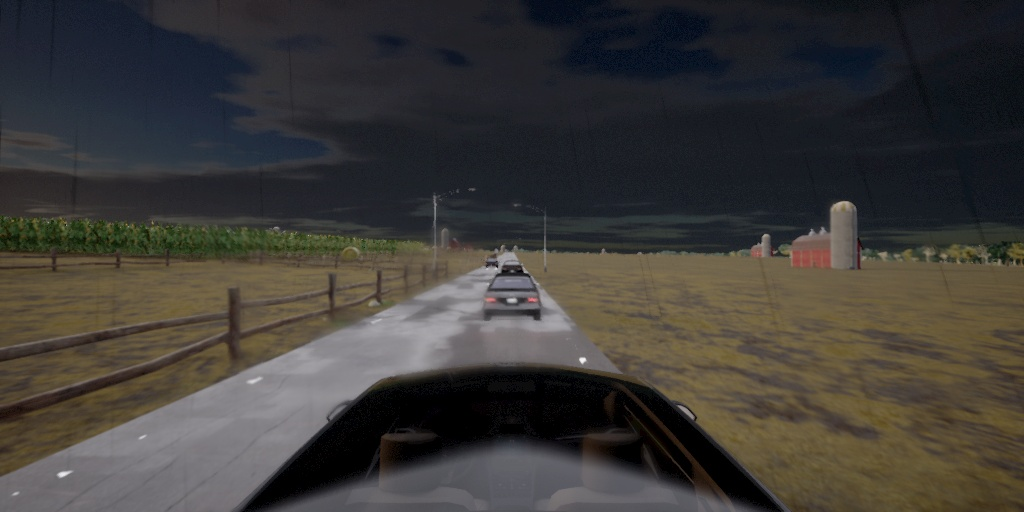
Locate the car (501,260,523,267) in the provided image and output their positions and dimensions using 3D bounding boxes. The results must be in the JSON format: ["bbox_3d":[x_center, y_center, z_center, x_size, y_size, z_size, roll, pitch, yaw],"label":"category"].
[{"bbox_3d":[0.026,1.123,32.892,1.882,1.535,5.008,0,0,0],"label":"car"}]

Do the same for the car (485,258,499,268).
[{"bbox_3d":[-2.919,1.038,52.884,2.033,1.411,5.357,0,1,0],"label":"car"}]

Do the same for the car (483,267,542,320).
[{"bbox_3d":[0.029,1.289,12.540,2.033,1.411,5.357,0,0,0],"label":"car"}]
